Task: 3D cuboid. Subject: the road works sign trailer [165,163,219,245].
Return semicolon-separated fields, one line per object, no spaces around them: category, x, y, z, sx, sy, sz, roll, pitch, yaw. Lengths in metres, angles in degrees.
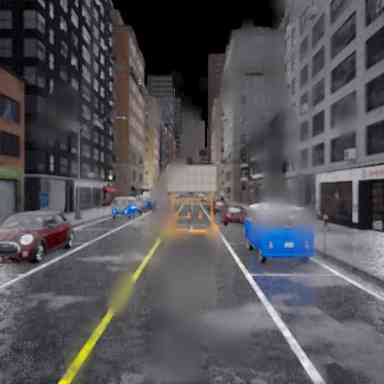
road works sign trailer;0.000;0.452;15.322;2.380;3.560;2.880;0;0;0

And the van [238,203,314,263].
van;2.856;1.332;11.644;1.690;1.788;3.998;0;0;0

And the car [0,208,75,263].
car;-5.670;1.431;11.645;1.967;1.590;4.097;0;0;0

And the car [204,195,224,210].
car;2.855;1.286;39.151;2.192;1.841;5.009;0;0;0

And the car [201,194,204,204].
car;2.856;1.406;50.154;1.967;1.590;4.097;0;0;0

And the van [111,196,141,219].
van;-5.670;1.319;28.149;1.690;1.788;3.998;0;0;0

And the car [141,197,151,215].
car;-5.670;1.525;33.650;2.008;1.369;4.403;0;0;0

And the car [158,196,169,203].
car;-5.670;1.542;66.658;1.802;1.307;4.206;0;0;0

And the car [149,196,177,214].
car;-3.092;1.465;35.299;2.128;1.511;4.902;0;0;0

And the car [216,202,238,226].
car;2.856;1.564;22.647;1.802;1.307;4.206;0;0;0

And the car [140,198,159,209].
car;-5.669;1.534;44.653;1.947;1.339;4.313;0;0;0

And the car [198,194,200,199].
car;2.856;1.524;72.159;1.947;1.339;4.313;0;0;0

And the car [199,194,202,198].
car;2.856;1.512;61.157;2.008;1.369;4.403;0;0;0

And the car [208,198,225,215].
car;2.856;1.557;33.649;1.802;1.307;4.206;0;0;0

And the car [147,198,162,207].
car;-5.669;1.548;50.154;1.802;1.307;4.206;0;0;0
